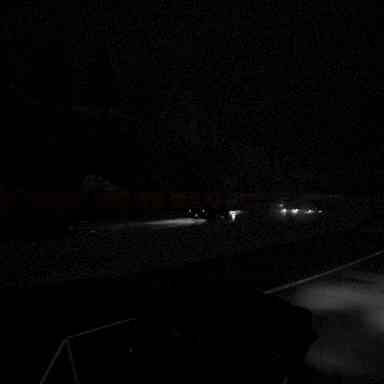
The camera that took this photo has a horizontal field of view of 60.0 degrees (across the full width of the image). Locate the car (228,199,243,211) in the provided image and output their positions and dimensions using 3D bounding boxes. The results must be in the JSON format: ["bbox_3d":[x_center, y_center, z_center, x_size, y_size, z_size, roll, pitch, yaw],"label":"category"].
[{"bbox_3d":[5.556,1.750,45.236,1.812,1.442,4.674,0,0,24],"label":"car"}]

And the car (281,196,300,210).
[{"bbox_3d":[14.501,1.746,48.161,1.837,1.490,4.892,0,0,24],"label":"car"}]

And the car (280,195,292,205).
[{"bbox_3d":[19.386,1.562,67.870,2.150,2.045,5.566,0,0,24],"label":"car"}]

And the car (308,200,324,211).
[{"bbox_3d":[16.702,1.773,44.483,2.033,1.411,5.357,0,0,24],"label":"car"}]

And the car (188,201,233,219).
[{"bbox_3d":[1.643,1.754,30.968,1.895,1.301,4.718,0,0,35],"label":"car"}]

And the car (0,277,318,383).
[{"bbox_3d":[-0.784,1.618,3.415,4.718,1.301,1.895,0,0,-37],"label":"car"}]

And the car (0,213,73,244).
[{"bbox_3d":[-6.932,1.562,12.185,4.892,1.490,1.837,0,0,-38],"label":"car"}]

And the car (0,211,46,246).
[{"bbox_3d":[-9.048,1.633,14.958,4.181,1.385,1.994,0,0,-38],"label":"car"}]
